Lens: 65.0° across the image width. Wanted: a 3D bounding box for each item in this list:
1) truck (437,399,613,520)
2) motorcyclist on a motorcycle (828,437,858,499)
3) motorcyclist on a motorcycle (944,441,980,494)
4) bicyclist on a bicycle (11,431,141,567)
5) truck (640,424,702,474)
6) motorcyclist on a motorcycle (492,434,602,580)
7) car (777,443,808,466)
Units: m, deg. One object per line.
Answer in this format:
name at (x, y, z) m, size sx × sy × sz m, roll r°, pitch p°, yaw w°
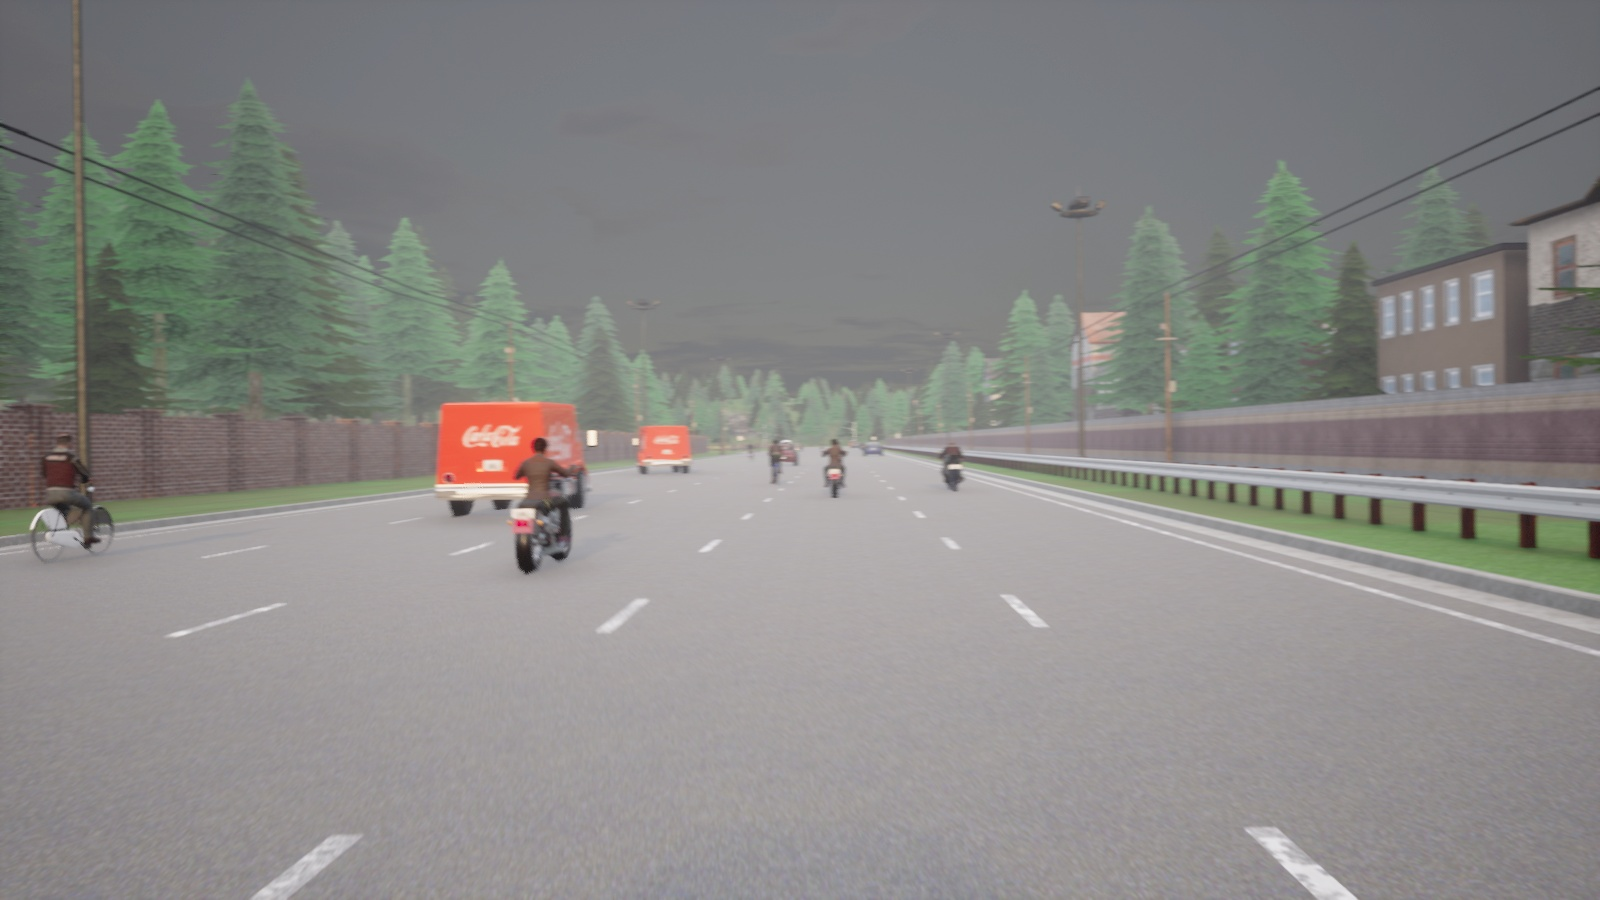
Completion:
truck at (-6.057, 0.166, 28.438) m, size 2.627 × 2.467 × 5.204 m, roll -1°, pitch 1°, yaw 2°
motorcyclist on a motorcycle at (1.200, 0.479, 34.724) m, size 0.766 × 1.649 × 2.350 m, roll -1°, pitch 0°, yaw 2°
motorcyclist on a motorcycle at (4.807, 0.506, 37.368) m, size 0.866 × 1.530 × 2.191 m, roll -1°, pitch 0°, yaw 2°
bicyclist on a bicycle at (-9.987, 0.631, 17.400) m, size 0.659 × 1.776 × 1.843 m, roll -1°, pitch 1°, yaw 2°
truck at (-6.781, -0.045, 65.286) m, size 2.627 × 2.467 × 5.204 m, roll -1°, pitch 0°, yaw -12°
motorcyclist on a motorcycle at (-3.058, 0.642, 15.433) m, size 0.766 × 1.649 × 2.350 m, roll -1°, pitch 0°, yaw 2°
car at (-0.443, 0.282, 82.216) m, size 1.816 × 1.474 × 4.193 m, roll -1°, pitch 0°, yaw 2°
